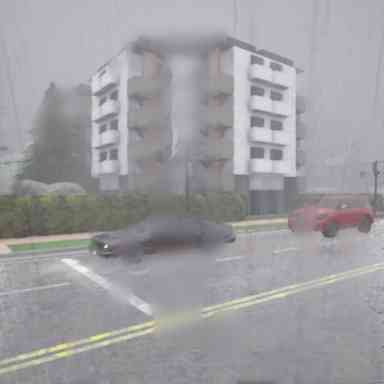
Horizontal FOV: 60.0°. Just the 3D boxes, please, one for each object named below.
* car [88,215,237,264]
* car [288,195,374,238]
[{"bbox_3d":[-0.869,1.546,12.051,5.357,1.411,2.033,0,0,-33],"label":"car"},{"bbox_3d":[7.632,1.215,18.023,5.566,2.045,2.150,-1,0,-36],"label":"car"}]
